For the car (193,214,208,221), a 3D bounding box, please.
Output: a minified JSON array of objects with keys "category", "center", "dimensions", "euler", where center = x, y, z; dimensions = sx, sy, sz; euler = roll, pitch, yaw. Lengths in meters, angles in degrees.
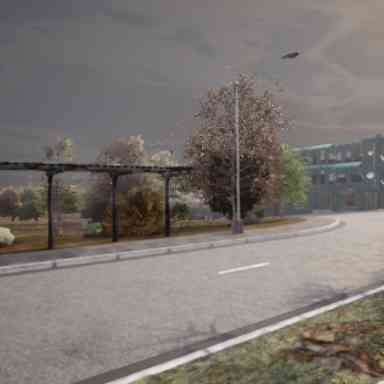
[{"category":"car","center":[1.511,4.923,63.934],"dimensions":[1.994,1.385,4.181],"euler":[-1,-5,-17]}]
